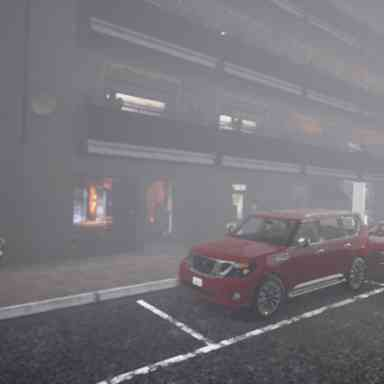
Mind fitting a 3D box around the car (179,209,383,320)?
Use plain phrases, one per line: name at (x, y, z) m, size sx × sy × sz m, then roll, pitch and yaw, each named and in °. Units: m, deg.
car at (2.156, 1.354, 7.611) m, size 5.009 × 1.841 × 2.192 m, roll 0°, pitch 1°, yaw -35°
